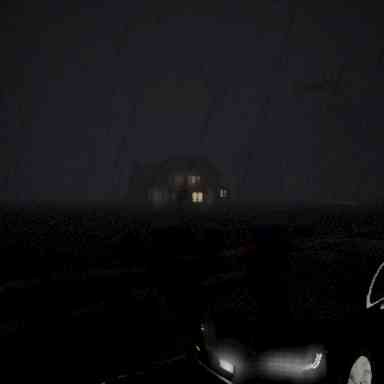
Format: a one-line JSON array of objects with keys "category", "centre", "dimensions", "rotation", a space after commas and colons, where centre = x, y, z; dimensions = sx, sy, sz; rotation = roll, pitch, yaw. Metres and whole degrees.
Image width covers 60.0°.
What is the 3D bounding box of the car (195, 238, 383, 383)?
[{"category": "car", "centre": [2.248, 1.523, 4.920], "dimensions": [4.892, 1.490, 1.837], "rotation": [0, 0, -39]}]
